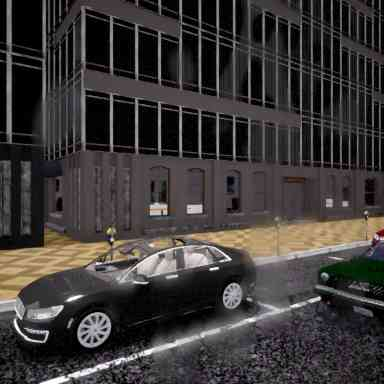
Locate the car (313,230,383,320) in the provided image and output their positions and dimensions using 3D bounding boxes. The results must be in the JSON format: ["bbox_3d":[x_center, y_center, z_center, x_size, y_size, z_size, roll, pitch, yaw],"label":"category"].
[{"bbox_3d":[4.534,1.602,6.612,4.718,1.301,1.895,0,0,-36],"label":"car"}]

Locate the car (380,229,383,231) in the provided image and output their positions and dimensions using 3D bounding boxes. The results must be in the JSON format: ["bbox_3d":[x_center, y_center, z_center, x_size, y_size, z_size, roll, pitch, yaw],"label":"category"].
[{"bbox_3d":[8.530,1.584,12.646,4.206,1.307,1.802,0,0,-36],"label":"car"}]

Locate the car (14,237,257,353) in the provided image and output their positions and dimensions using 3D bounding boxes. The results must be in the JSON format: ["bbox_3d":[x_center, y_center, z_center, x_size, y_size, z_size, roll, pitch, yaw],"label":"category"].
[{"bbox_3d":[-0.738,1.551,6.034,4.403,1.369,2.008,0,0,-36],"label":"car"}]
